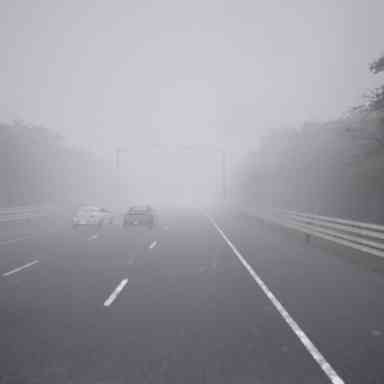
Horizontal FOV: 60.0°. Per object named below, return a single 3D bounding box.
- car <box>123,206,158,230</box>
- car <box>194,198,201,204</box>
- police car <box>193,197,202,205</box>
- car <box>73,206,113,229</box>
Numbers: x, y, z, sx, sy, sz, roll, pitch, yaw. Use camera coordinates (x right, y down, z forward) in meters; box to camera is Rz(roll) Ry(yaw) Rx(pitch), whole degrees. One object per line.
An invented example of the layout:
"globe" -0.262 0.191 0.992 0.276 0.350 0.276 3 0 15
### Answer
"car" -3.395 1.695 22.591 2.128 1.511 4.902 0 0 0
"car" 1.499 2.296 85.252 1.812 1.442 4.674 0 -1 2
"police car" 1.275 2.105 75.442 1.930 1.638 5.238 0 -1 1
"car" -6.894 1.735 23.387 1.812 1.442 4.674 0 0 0
